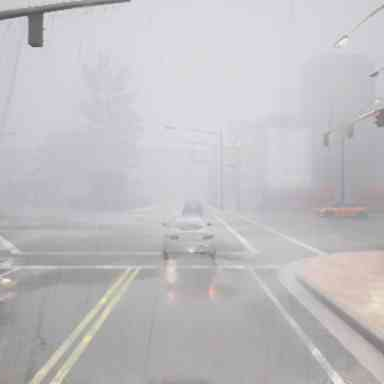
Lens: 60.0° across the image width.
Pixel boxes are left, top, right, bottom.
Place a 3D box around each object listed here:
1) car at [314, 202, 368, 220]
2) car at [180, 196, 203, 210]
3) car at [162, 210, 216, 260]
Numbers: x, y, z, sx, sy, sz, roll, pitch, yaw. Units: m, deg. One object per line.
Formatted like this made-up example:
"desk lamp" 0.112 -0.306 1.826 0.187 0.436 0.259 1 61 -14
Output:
"car" 14.025 1.703 31.525 4.553 1.767 2.097 1 0 0
"car" 0.118 1.638 36.130 2.097 1.767 4.553 0 0 0
"car" -0.178 1.637 12.895 1.812 1.442 4.674 0 0 -4
